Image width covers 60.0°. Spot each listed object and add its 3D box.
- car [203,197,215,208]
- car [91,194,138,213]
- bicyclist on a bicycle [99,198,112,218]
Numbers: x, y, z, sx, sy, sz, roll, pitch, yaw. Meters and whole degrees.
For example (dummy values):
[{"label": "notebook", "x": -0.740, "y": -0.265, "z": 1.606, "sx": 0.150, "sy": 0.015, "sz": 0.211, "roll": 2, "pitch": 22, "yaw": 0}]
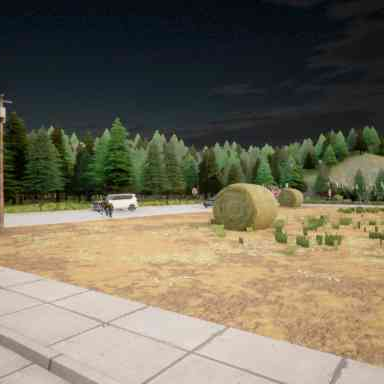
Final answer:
[{"label": "car", "x": 3.530, "y": 1.518, "z": 47.769, "sx": 2.128, "sy": 1.511, "sz": 4.902, "roll": 0, "pitch": 0, "yaw": 37}, {"label": "car", "x": -8.607, "y": 1.245, "z": 37.453, "sx": 2.150, "sy": 2.045, "sz": 5.566, "roll": 0, "pitch": 0, "yaw": 36}, {"label": "bicyclist on a bicycle", "x": -7.010, "y": 1.327, "z": 27.018, "sx": 1.656, "sy": 1.620, "sz": 0.582, "roll": 0, "pitch": 0, "yaw": 36}]
